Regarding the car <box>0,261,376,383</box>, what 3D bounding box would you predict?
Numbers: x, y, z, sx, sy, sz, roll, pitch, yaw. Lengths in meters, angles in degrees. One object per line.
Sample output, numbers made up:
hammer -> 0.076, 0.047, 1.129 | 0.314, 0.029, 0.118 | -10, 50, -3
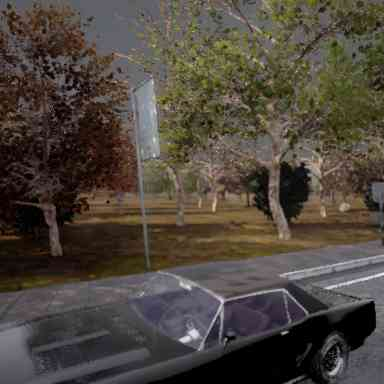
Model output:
car -> 0.035, 1.626, 3.888 | 4.718, 1.301, 1.895 | 0, 0, -34
